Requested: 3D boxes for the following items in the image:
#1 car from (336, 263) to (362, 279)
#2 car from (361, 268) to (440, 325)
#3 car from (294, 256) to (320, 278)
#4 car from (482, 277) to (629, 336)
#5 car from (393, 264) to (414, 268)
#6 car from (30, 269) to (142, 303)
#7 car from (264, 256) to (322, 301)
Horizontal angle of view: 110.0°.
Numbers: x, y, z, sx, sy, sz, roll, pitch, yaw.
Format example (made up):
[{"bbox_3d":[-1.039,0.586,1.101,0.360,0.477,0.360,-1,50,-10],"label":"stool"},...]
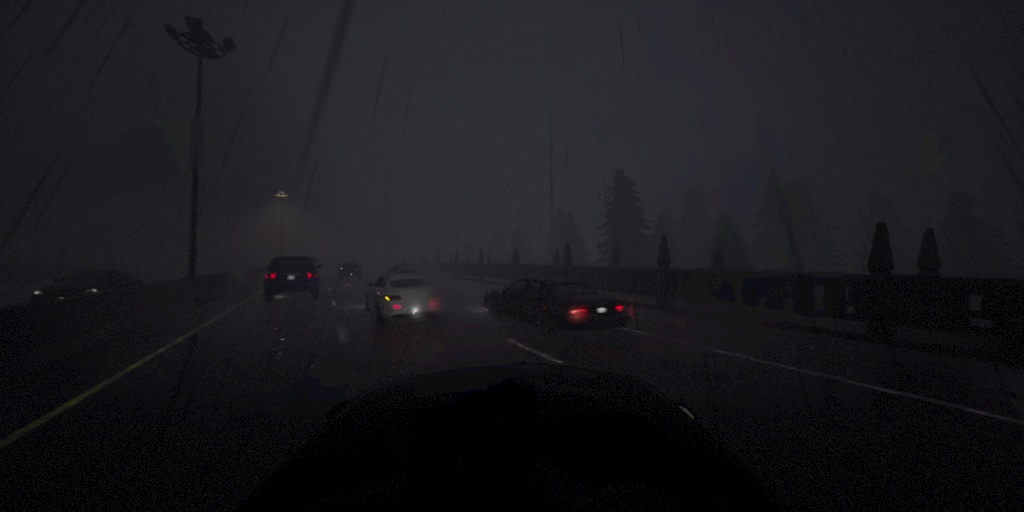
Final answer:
[{"bbox_3d":[-15.200,1.356,33.503,1.837,1.490,4.892,0,0,-28],"label":"car"},{"bbox_3d":[-3.783,1.311,12.120,1.812,1.442,4.674,0,0,-28],"label":"car"},{"bbox_3d":[-21.023,1.100,36.980,2.150,2.045,5.566,0,-1,-27],"label":"car"},{"bbox_3d":[0.943,1.337,10.700,2.033,1.411,5.357,0,0,-28],"label":"car"},{"bbox_3d":[-8.802,1.370,28.937,1.812,1.442,4.674,0,0,-28],"label":"car"},{"bbox_3d":[-17.483,1.294,15.064,1.812,1.442,4.674,0,0,-28],"label":"car"},{"bbox_3d":[-10.912,1.018,18.043,2.150,2.045,5.566,0,0,-28],"label":"car"}]
